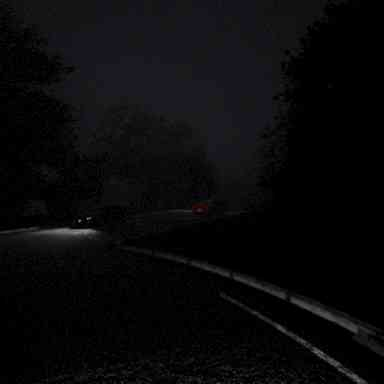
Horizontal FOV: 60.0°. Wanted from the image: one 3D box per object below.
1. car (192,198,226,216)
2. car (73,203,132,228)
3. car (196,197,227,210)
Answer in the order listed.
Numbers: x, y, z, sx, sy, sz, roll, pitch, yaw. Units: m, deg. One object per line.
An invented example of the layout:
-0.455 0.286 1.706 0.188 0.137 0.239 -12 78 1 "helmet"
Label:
1.713 1.423 31.727 1.882 1.535 5.008 -1 0 25 "car"
-6.170 1.593 23.456 1.837 1.490 4.892 -1 0 25 "car"
2.527 1.471 42.209 2.033 1.411 5.357 -1 0 25 "car"
